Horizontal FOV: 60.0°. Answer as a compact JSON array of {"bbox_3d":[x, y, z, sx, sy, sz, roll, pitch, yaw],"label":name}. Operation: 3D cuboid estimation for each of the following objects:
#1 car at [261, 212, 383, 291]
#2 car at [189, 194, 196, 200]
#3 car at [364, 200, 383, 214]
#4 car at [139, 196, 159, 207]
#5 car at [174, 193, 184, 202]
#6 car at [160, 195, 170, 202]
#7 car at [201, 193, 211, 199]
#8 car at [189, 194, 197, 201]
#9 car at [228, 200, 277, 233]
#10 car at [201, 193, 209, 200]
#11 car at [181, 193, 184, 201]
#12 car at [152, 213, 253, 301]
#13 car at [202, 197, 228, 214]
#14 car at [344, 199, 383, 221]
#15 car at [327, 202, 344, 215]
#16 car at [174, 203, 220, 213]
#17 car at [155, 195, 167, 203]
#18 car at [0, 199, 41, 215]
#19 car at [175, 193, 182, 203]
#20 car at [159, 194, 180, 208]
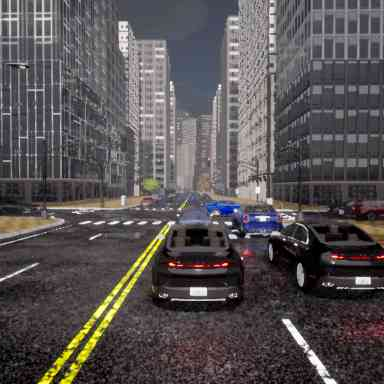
[{"bbox_3d":[3.374,1.500,8.968,1.837,1.490,4.892,0,0,0],"label":"car"},{"bbox_3d":[0.237,1.220,89.779,1.882,1.535,5.008,0,0,0],"label":"car"},{"bbox_3d":[21.906,1.643,36.800,4.829,1.417,1.752,1,0,1],"label":"car"},{"bbox_3d":[-6.459,1.491,49.065,1.812,1.442,4.674,0,0,2],"label":"car"},{"bbox_3d":[-3.045,1.154,77.904,2.150,2.045,5.566,0,0,0],"label":"car"},{"bbox_3d":[-6.295,1.453,77.944,1.812,1.442,4.674,0,0,0],"label":"car"},{"bbox_3d":[3.460,1.396,79.350,1.882,1.535,5.008,0,0,0],"label":"car"},{"bbox_3d":[0.210,1.396,79.361,1.882,1.535,5.008,0,0,0],"label":"car"},{"bbox_3d":[3.396,1.342,18.051,2.097,1.767,4.553,0,0,0],"label":"car"},{"bbox_3d":[3.487,1.097,89.739,2.097,1.767,4.553,0,0,0],"label":"car"},{"bbox_3d":[-3.096,1.469,67.452,1.812,1.442,4.674,0,0,1],"label":"car"},{"bbox_3d":[0.120,1.501,8.261,1.837,1.490,4.892,0,0,0],"label":"car"},{"bbox_3d":[3.648,1.529,31.353,5.008,1.535,1.882,0,1,1],"label":"car"},{"bbox_3d":[16.276,1.519,28.529,5.009,1.841,2.192,1,0,1],"label":"car"},{"bbox_3d":[16.517,1.617,34.309,4.892,1.490,1.837,1,1,1],"label":"car"},{"bbox_3d":[0.147,1.538,17.816,2.033,1.411,5.357,0,0,0],"label":"car"},{"bbox_3d":[-6.340,1.420,67.673,1.882,1.535,5.008,0,0,0],"label":"car"},{"bbox_3d":[-16.848,1.392,31.746,4.674,1.442,1.812,1,1,1],"label":"car"},{"bbox_3d":[-3.182,1.460,57.631,1.837,1.490,4.892,0,0,0],"label":"car"},{"bbox_3d":[-3.213,1.471,48.292,1.837,1.490,4.892,0,0,0],"label":"car"}]
